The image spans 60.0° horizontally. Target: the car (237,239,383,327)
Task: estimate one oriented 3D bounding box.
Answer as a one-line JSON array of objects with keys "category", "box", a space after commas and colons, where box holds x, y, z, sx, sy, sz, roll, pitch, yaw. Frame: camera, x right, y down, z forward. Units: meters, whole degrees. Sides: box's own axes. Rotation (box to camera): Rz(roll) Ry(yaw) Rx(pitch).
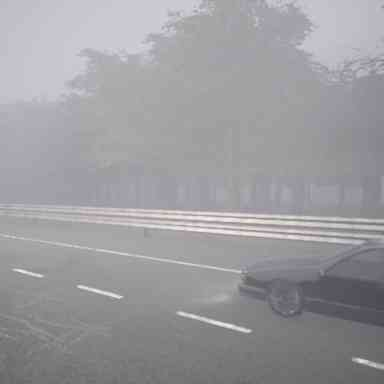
[{"category": "car", "box": [3.501, 1.548, 5.668, 5.357, 1.411, 2.033, 0, 0, 36]}]
